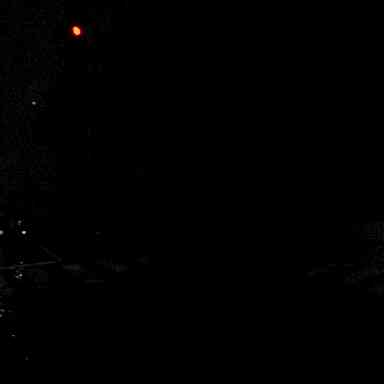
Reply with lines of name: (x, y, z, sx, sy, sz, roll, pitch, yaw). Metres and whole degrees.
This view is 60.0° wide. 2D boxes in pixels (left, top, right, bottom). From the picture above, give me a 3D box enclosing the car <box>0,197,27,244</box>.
car: (-9.179, 1.245, 15.335, 2.150, 2.045, 5.566, 0, 0, -36)
